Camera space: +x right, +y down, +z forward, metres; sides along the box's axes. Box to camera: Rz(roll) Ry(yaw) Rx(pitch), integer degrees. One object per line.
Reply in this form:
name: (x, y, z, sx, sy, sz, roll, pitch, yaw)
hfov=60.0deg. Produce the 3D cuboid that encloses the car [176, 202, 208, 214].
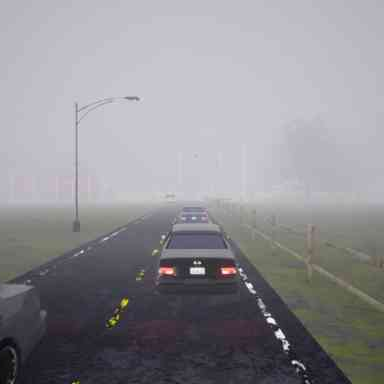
car: (0.101, 1.554, 21.493, 2.033, 1.411, 5.357, 0, 0, 0)

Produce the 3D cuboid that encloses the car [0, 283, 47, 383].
car: (-2.849, 1.547, 2.133, 2.033, 1.411, 5.357, 0, 0, 0)

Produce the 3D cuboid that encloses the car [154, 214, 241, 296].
car: (0.100, 1.547, 8.825, 2.033, 1.411, 5.357, 0, 0, 0)

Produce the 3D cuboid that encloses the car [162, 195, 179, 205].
car: (-2.747, 1.017, 42.452, 2.097, 1.767, 4.553, 0, 0, 0)
